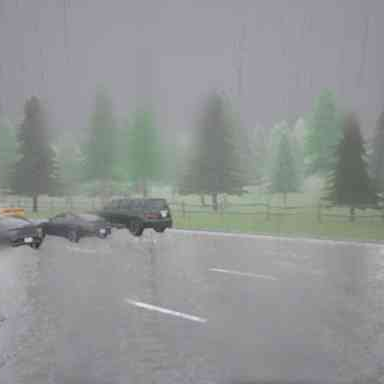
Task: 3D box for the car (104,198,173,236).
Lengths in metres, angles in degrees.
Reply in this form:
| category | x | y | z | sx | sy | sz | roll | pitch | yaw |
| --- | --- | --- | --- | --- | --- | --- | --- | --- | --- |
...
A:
| category | x | y | z | sx | sy | sz | roll | pitch | yaw |
| --- | --- | --- | --- | --- | --- | --- | --- | --- | --- |
| car | -3.674 | 1.347 | 19.398 | 5.566 | 2.045 | 2.150 | 0 | 0 | 36 |

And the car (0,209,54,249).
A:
| category | x | y | z | sx | sy | sz | roll | pitch | yaw |
| --- | --- | --- | --- | --- | --- | --- | --- | --- | --- |
| car | -8.056 | 1.660 | 13.930 | 4.674 | 1.442 | 1.812 | 0 | 0 | 36 |

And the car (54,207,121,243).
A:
| category | x | y | z | sx | sy | sz | roll | pitch | yaw |
| --- | --- | --- | --- | --- | --- | --- | --- | --- | --- |
| car | -6.022 | 1.660 | 16.778 | 4.674 | 1.442 | 1.812 | 0 | 0 | 36 |

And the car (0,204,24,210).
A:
| category | x | y | z | sx | sy | sz | roll | pitch | yaw |
| --- | --- | --- | --- | --- | --- | --- | --- | --- | --- |
| car | -16.252 | 1.751 | 28.389 | 5.008 | 1.535 | 1.882 | 0 | 0 | 36 |
